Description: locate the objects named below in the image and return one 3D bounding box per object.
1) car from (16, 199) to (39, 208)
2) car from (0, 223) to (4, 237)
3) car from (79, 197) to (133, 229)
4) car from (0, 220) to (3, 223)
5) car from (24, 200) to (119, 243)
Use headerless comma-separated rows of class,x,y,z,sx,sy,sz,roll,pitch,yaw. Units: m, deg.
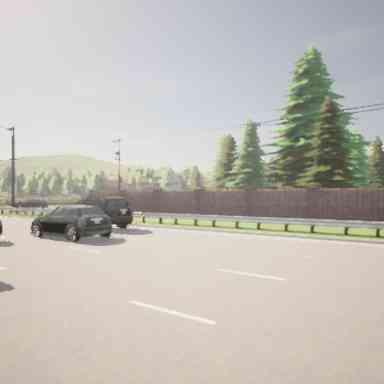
car,-25.511,1.831,52.496,5.008,1.535,1.882,0,0,-21
car,-7.468,1.626,9.318,5.357,1.411,2.033,-1,0,35
car,-6.243,1.341,21.341,5.566,2.045,2.150,0,0,35
car,-11.062,1.618,16.179,4.902,1.511,2.128,0,0,35
car,-6.232,1.455,17.033,4.553,1.767,2.097,0,0,35
